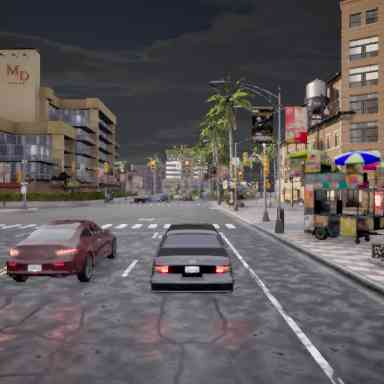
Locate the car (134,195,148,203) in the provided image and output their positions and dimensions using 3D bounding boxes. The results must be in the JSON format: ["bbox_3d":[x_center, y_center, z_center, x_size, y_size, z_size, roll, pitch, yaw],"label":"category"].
[{"bbox_3d":[-11.154,1.616,71.313,1.895,1.301,4.718,0,0,-1],"label":"car"}]

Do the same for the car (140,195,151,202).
[{"bbox_3d":[-11.239,1.501,80.457,1.882,1.535,5.008,0,0,-1],"label":"car"}]

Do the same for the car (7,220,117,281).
[{"bbox_3d":[-3.509,1.529,9.702,1.812,1.442,4.674,0,0,0],"label":"car"}]

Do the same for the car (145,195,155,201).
[{"bbox_3d":[-11.336,1.566,90.754,2.033,1.411,5.357,0,0,-1],"label":"car"}]

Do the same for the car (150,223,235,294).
[{"bbox_3d":[-0.004,1.550,8.963,2.033,1.411,5.357,0,0,0],"label":"car"}]

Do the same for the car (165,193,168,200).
[{"bbox_3d":[-7.741,1.249,80.701,2.150,2.045,5.566,0,0,-1],"label":"car"}]

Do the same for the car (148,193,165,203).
[{"bbox_3d":[-7.655,1.376,71.361,2.097,1.767,4.553,0,0,-1],"label":"car"}]
